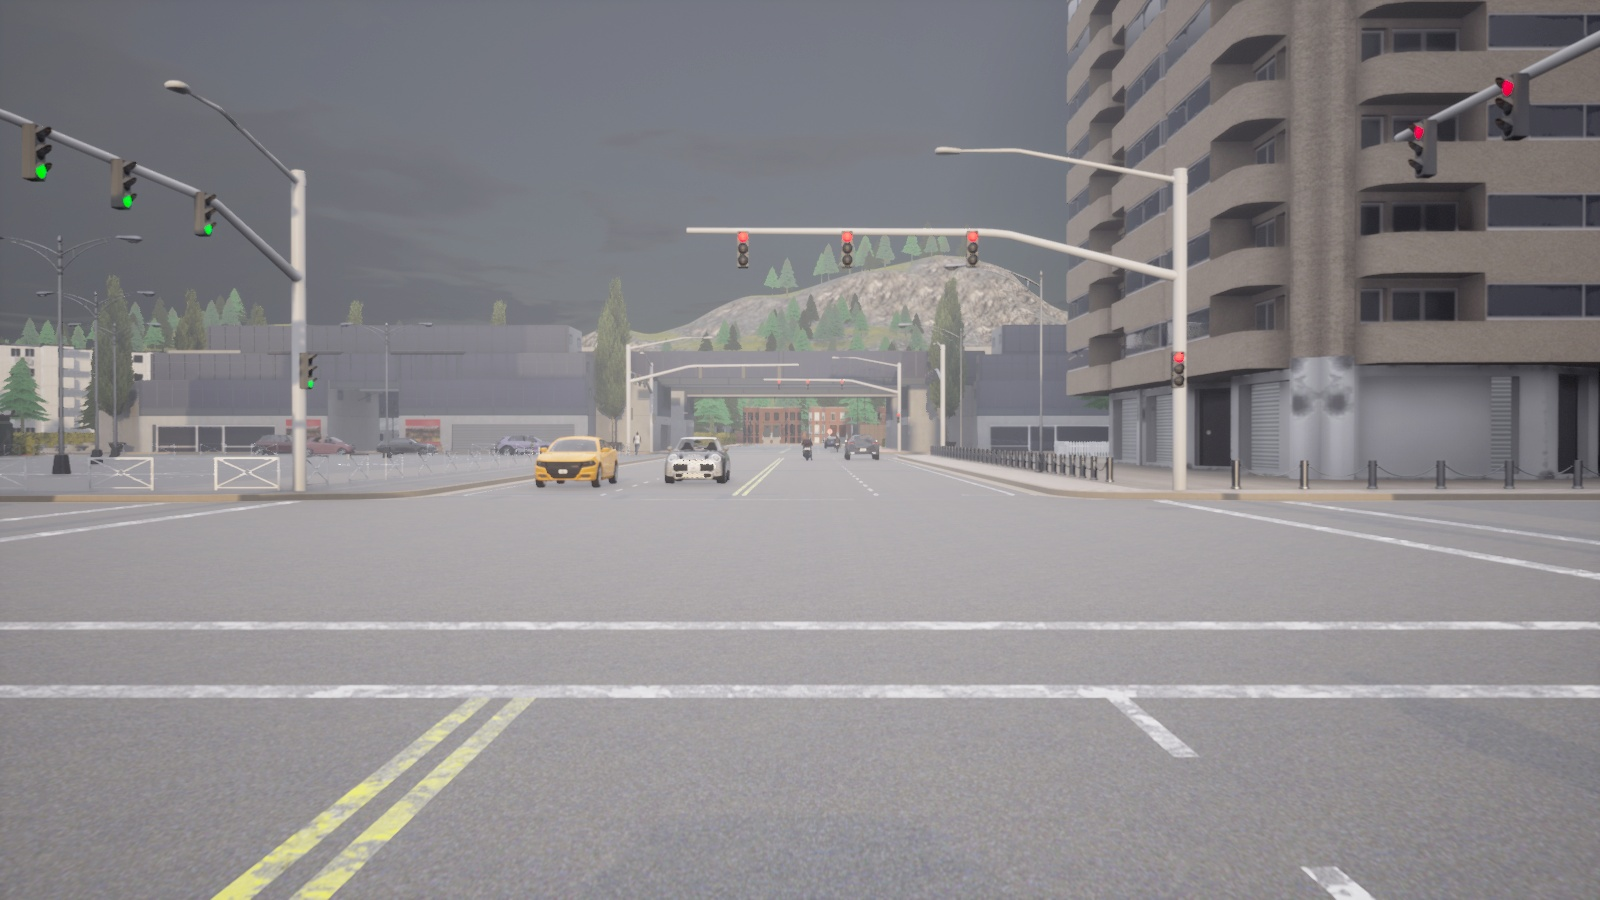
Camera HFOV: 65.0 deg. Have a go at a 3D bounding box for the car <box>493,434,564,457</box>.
[{"bbox_3d":[-20.181,-0.352,93.478,4.856,1.649,2.033,0,1,1],"label":"car"}]

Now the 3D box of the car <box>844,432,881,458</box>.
[{"bbox_3d":[3.967,-0.347,80.752,2.152,1.651,5.027,0,1,0],"label":"car"}]

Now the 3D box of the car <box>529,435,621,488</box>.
[{"bbox_3d":[-6.770,0.303,38.364,1.882,1.535,5.008,0,1,0],"label":"car"}]

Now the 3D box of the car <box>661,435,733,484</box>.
[{"bbox_3d":[-3.260,0.273,40.251,1.970,1.475,3.806,0,1,0],"label":"car"}]
